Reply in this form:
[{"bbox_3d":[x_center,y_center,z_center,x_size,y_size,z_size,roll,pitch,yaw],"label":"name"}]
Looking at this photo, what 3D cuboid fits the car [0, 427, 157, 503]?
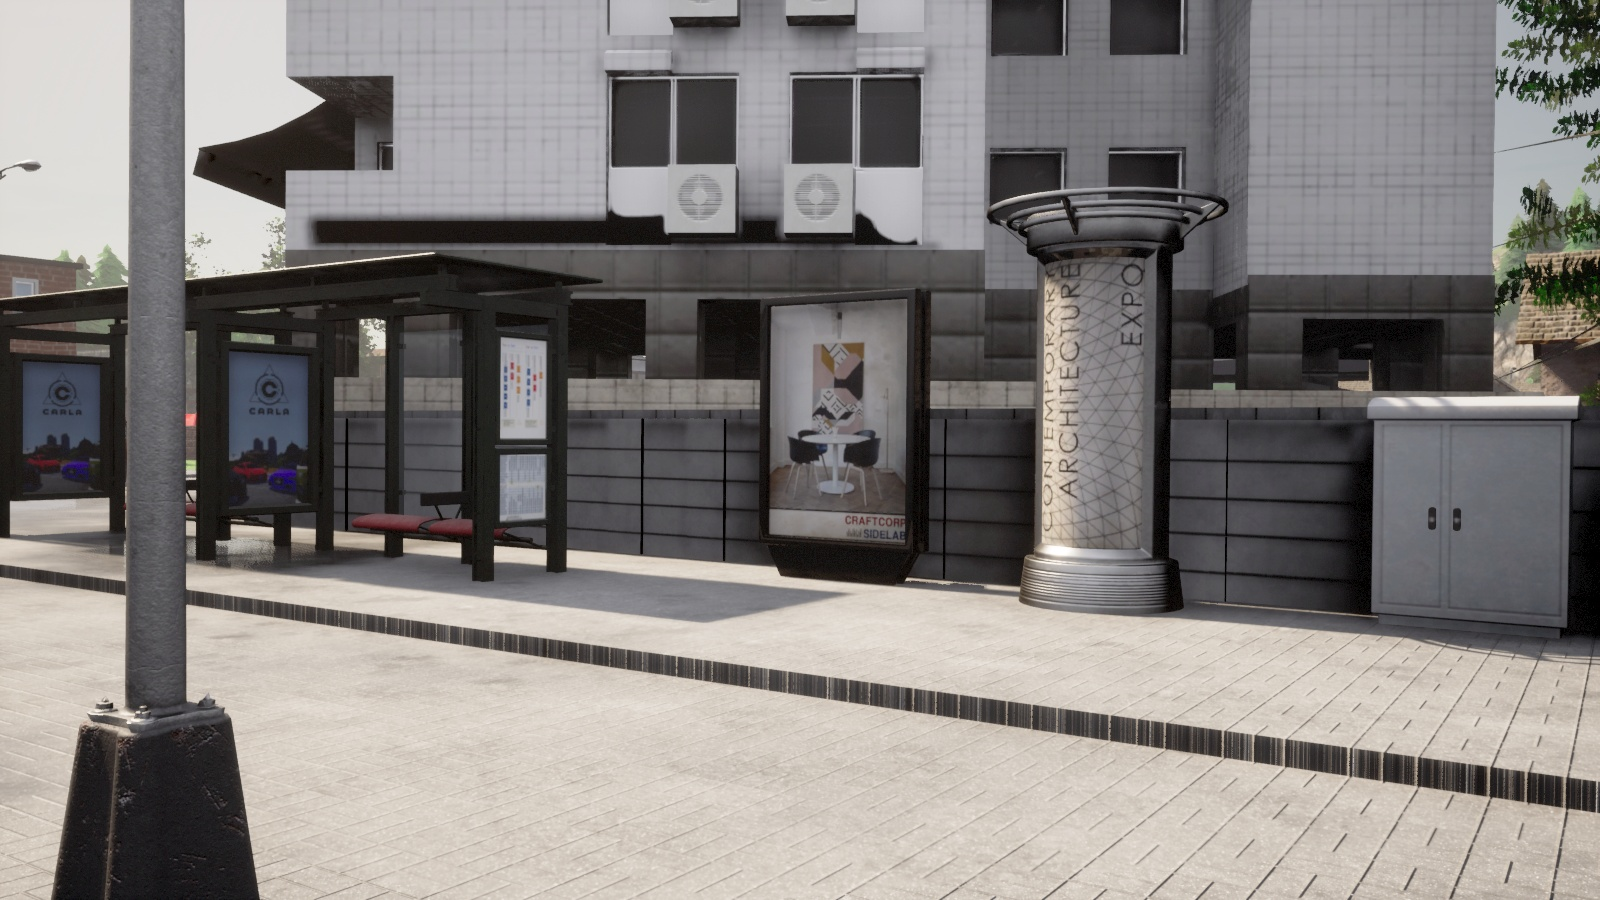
[{"bbox_3d":[-18.862,0.332,31.345,2.097,1.767,4.553,0,1,34],"label":"car"}]
